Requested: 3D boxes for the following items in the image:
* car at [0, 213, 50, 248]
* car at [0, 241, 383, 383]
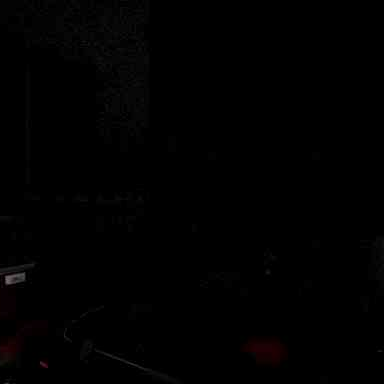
[{"bbox_3d":[-4.455,1.315,6.126,5.009,1.841,2.192,0,0,35],"label":"car"},{"bbox_3d":[-0.023,1.440,2.976,4.097,1.590,1.967,0,0,35],"label":"car"}]
